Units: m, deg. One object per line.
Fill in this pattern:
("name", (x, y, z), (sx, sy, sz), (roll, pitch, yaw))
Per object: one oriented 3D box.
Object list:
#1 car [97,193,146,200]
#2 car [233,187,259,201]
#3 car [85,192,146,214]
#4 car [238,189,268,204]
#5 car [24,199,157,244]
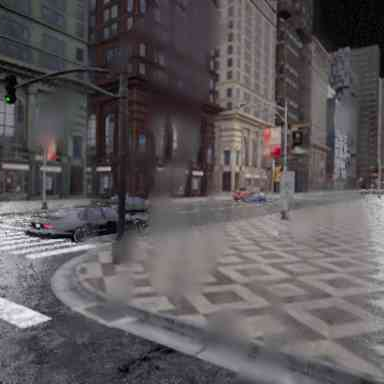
("car", (-4.883, 1.009, 24.553), (2.033, 1.411, 5.357), (1, 2, 36))
("car", (8.003, 0.287, 47.995), (2.150, 2.045, 5.566), (1, 1, 36))
("car", (-6.359, 0.847, 28.067), (1.882, 1.535, 5.008), (1, 2, 36))
("car", (8.155, 0.708, 42.683), (1.812, 1.442, 4.674), (1, 2, 36))
("car", (-4.177, 1.244, 14.220), (2.033, 1.411, 5.357), (1, 2, 36))
